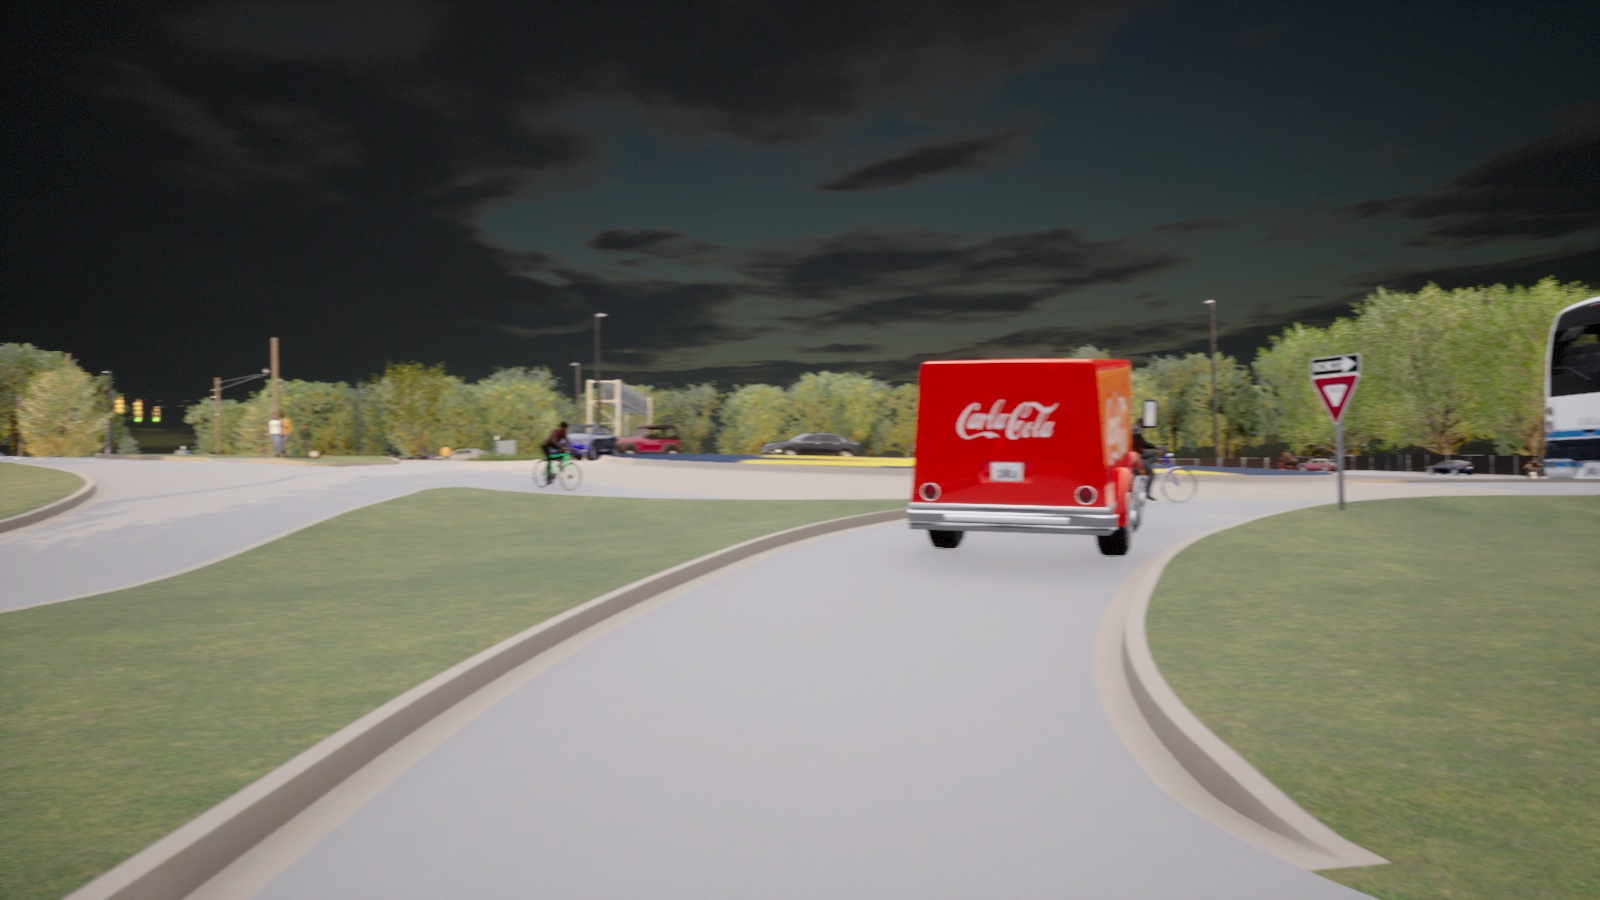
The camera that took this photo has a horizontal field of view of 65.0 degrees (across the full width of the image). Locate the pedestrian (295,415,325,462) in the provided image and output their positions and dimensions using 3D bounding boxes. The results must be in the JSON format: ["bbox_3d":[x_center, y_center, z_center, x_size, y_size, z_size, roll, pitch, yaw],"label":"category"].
[{"bbox_3d":[-19.892,-0.444,50.990,0.874,1.855,0.900,-2,-1,-3],"label":"pedestrian"}]

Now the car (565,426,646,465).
[{"bbox_3d":[-7.615,-0.164,49.679,1.816,1.474,4.193,-1,0,11],"label":"car"}]

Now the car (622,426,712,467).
[{"bbox_3d":[-6.462,-0.161,61.187,3.866,1.878,1.905,0,-3,-33],"label":"car"}]

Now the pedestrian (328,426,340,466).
[{"bbox_3d":[-22.072,-0.176,59.452,0.353,1.847,0.614,-2,-1,-7],"label":"pedestrian"}]

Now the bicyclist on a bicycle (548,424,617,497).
[{"bbox_3d":[-5.150,0.227,29.658,1.656,1.620,0.582,4,2,39],"label":"bicyclist on a bicycle"}]

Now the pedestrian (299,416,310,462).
[{"bbox_3d":[-19.875,-0.436,50.352,0.354,1.836,0.706,-1,-1,-20],"label":"pedestrian"}]

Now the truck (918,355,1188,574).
[{"bbox_3d":[3.638,0.022,16.993,2.627,2.467,5.204,0,3,22],"label":"truck"}]

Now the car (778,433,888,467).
[{"bbox_3d":[1.587,0.023,60.116,4.892,1.490,1.837,2,-2,-20],"label":"car"}]

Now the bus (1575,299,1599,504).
[{"bbox_3d":[21.745,-1.051,24.803,10.273,4.253,3.944,0,-1,2],"label":"bus"}]

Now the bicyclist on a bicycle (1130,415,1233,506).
[{"bbox_3d":[7.615,0.213,25.133,1.843,1.776,0.659,-1,-2,4],"label":"bicyclist on a bicycle"}]
